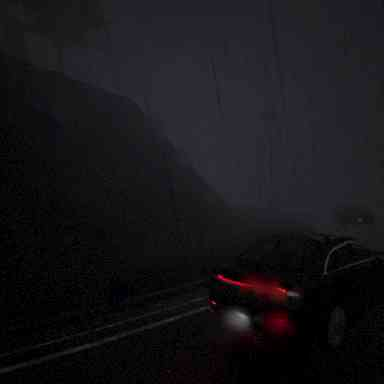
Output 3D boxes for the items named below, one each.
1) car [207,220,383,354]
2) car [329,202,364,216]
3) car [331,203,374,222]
[{"bbox_3d":[2.379,1.534,6.304,2.128,1.511,4.902,0,0,45],"label":"car"},{"bbox_3d":[16.978,1.829,36.809,1.895,1.301,4.718,0,0,5],"label":"car"},{"bbox_3d":[11.340,1.624,23.573,1.882,1.535,5.008,0,0,14],"label":"car"}]
